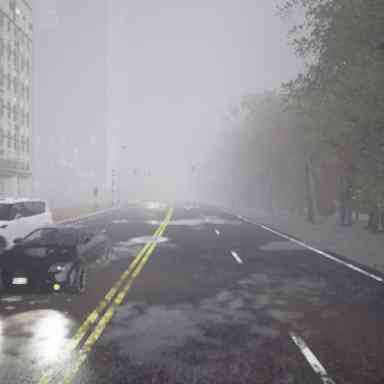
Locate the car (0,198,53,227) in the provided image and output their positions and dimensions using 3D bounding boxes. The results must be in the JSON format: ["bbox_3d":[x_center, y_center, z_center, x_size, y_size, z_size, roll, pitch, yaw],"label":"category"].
[{"bbox_3d":[-6.686,1.229,11.390,2.150,2.045,5.566,0,0,-1],"label":"car"}]

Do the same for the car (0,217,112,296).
[{"bbox_3d":[-3.407,1.568,8.543,1.994,1.385,4.181,0,0,-1],"label":"car"}]
